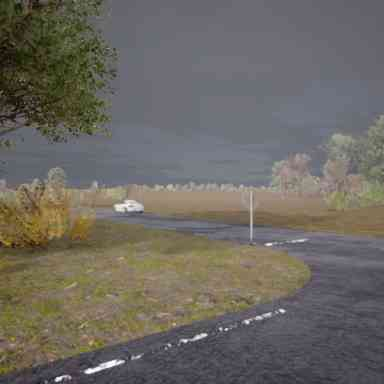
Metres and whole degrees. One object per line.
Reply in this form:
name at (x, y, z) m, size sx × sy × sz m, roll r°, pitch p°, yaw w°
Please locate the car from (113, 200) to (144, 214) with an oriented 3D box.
car at (-6.782, 1.566, 35.442) m, size 1.812 × 1.442 × 4.674 m, roll 1°, pitch 0°, yaw -36°
